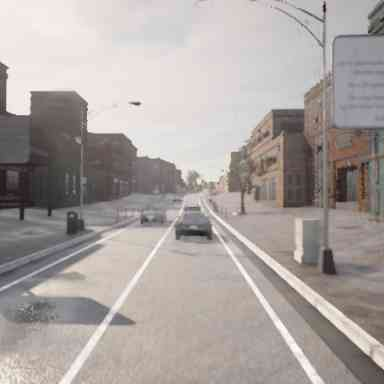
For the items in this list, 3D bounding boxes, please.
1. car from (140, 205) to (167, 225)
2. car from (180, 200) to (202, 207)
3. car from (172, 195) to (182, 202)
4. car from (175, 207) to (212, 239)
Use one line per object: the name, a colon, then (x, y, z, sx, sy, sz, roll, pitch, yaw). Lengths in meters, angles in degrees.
car: (-3.109, 1.826, 27.493, 2.128, 1.511, 4.902, 0, -1, 0)
car: (0.083, 1.915, 36.423, 2.128, 1.511, 4.902, 0, 0, 0)
car: (-3.033, 1.249, 67.926, 2.033, 1.411, 5.357, 0, 3, 0)
car: (0.091, 1.770, 18.735, 1.994, 1.385, 4.181, 0, -1, 0)
